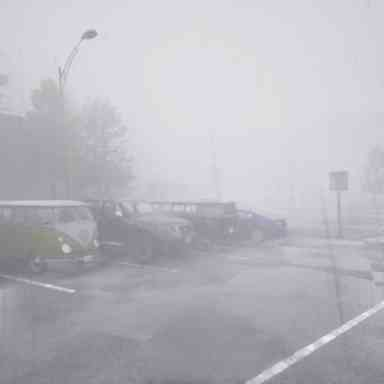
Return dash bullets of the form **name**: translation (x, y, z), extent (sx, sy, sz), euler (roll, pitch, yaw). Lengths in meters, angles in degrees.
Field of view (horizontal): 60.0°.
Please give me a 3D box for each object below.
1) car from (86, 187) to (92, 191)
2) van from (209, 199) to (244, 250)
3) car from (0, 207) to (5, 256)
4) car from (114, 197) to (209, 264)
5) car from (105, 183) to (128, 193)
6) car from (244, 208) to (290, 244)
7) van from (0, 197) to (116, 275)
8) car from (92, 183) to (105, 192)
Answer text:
- **car**: translation (-17.874, -0.992, 61.149), extent (2.002, 1.452, 4.674), euler (1, 6, 10)
- **van**: translation (-0.331, 1.267, 14.075), extent (4.442, 1.987, 1.878), euler (0, 0, 30)
- **car**: translation (-7.103, 1.311, 8.222), extent (4.553, 1.767, 2.185), euler (0, 0, 30)
- **car**: translation (-2.501, 1.222, 12.083), extent (5.566, 2.045, 2.435), euler (0, -1, 30)
- **car**: translation (-12.747, -0.698, 58.196), extent (2.163, 1.488, 4.792), euler (1, 6, 11)
- **car**: translation (2.073, 1.511, 15.938), extent (5.008, 1.535, 2.097), euler (0, 0, 30)
- **van**: translation (-4.724, 1.229, 10.114), extent (4.442, 1.987, 1.878), euler (0, -1, 30)
- **car**: translation (-15.295, -0.883, 59.703), extent (2.231, 1.521, 4.892), euler (1, 6, 10)
